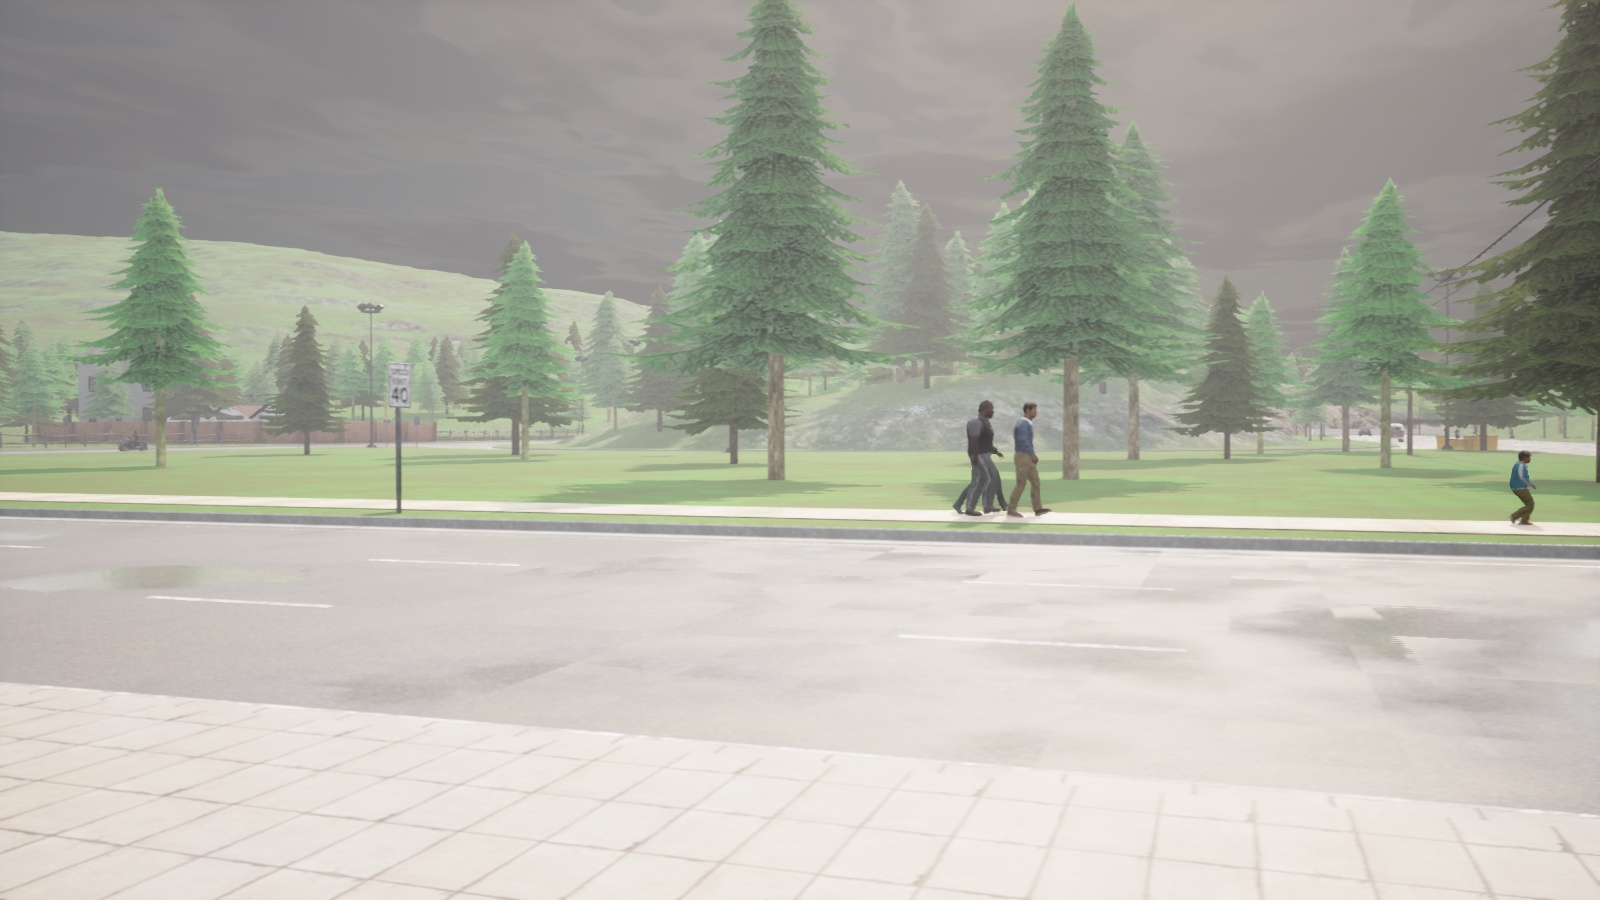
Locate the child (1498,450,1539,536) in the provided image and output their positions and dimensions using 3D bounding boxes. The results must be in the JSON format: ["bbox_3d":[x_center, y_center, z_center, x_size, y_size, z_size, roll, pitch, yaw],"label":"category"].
[{"bbox_3d":[10.230,0.603,17.885,0.448,1.192,0.343,1,1,21],"label":"child"}]

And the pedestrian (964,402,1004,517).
[{"bbox_3d":[2.980,0.144,20.347,0.614,1.847,0.353,1,1,12],"label":"pedestrian"}]

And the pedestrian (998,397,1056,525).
[{"bbox_3d":[3.523,0.161,19.478,0.788,1.949,0.423,1,1,22],"label":"pedestrian"}]

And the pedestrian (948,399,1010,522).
[{"bbox_3d":[2.815,0.153,19.708,0.849,1.883,0.563,1,1,21],"label":"pedestrian"}]
